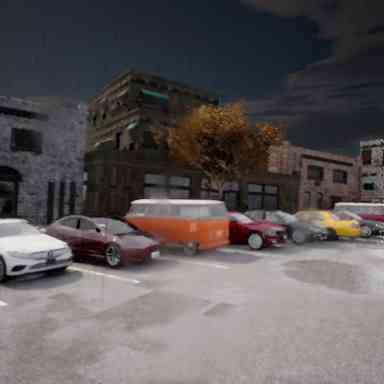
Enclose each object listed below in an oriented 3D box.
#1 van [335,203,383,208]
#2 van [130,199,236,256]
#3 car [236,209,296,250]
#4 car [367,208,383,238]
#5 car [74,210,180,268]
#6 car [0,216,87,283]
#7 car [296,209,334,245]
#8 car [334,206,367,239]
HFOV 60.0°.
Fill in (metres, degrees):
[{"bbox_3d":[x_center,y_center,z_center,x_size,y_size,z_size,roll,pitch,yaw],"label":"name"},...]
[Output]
[{"bbox_3d":[11.155,1.726,21.608,4.442,1.987,1.878,0,-2,35],"label":"van"},{"bbox_3d":[-0.792,1.289,13.162,4.442,1.987,1.878,-1,-1,35],"label":"van"},{"bbox_3d":[1.690,1.560,14.793,5.008,1.535,2.097,-1,-2,35],"label":"car"},{"bbox_3d":[8.852,1.825,19.858,4.892,1.521,2.231,0,-2,35],"label":"car"},{"bbox_3d":[-3.059,1.515,11.377,4.792,1.488,2.163,-1,-1,35],"label":"car"},{"bbox_3d":[-5.467,1.516,9.700,4.674,1.452,2.002,-1,-1,34],"label":"car"},{"bbox_3d":[4.078,1.629,16.484,4.892,1.521,2.231,0,-2,35],"label":"car"},{"bbox_3d":[6.313,1.713,18.268,5.366,1.575,1.946,0,-2,35],"label":"car"}]
